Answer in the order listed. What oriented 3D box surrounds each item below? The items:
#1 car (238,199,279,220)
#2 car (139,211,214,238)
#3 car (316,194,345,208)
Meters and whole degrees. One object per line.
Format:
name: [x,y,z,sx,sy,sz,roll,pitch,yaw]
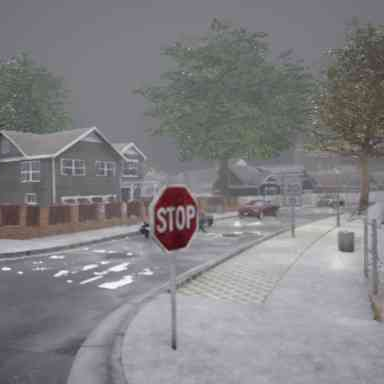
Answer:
car: [5.544,1.366,27.438,1.882,1.535,5.008,0,0,36]
car: [-0.671,1.602,17.503,1.895,1.301,4.718,0,0,29]
car: [17.291,1.043,41.420,4.553,1.767,2.097,-1,1,-45]
